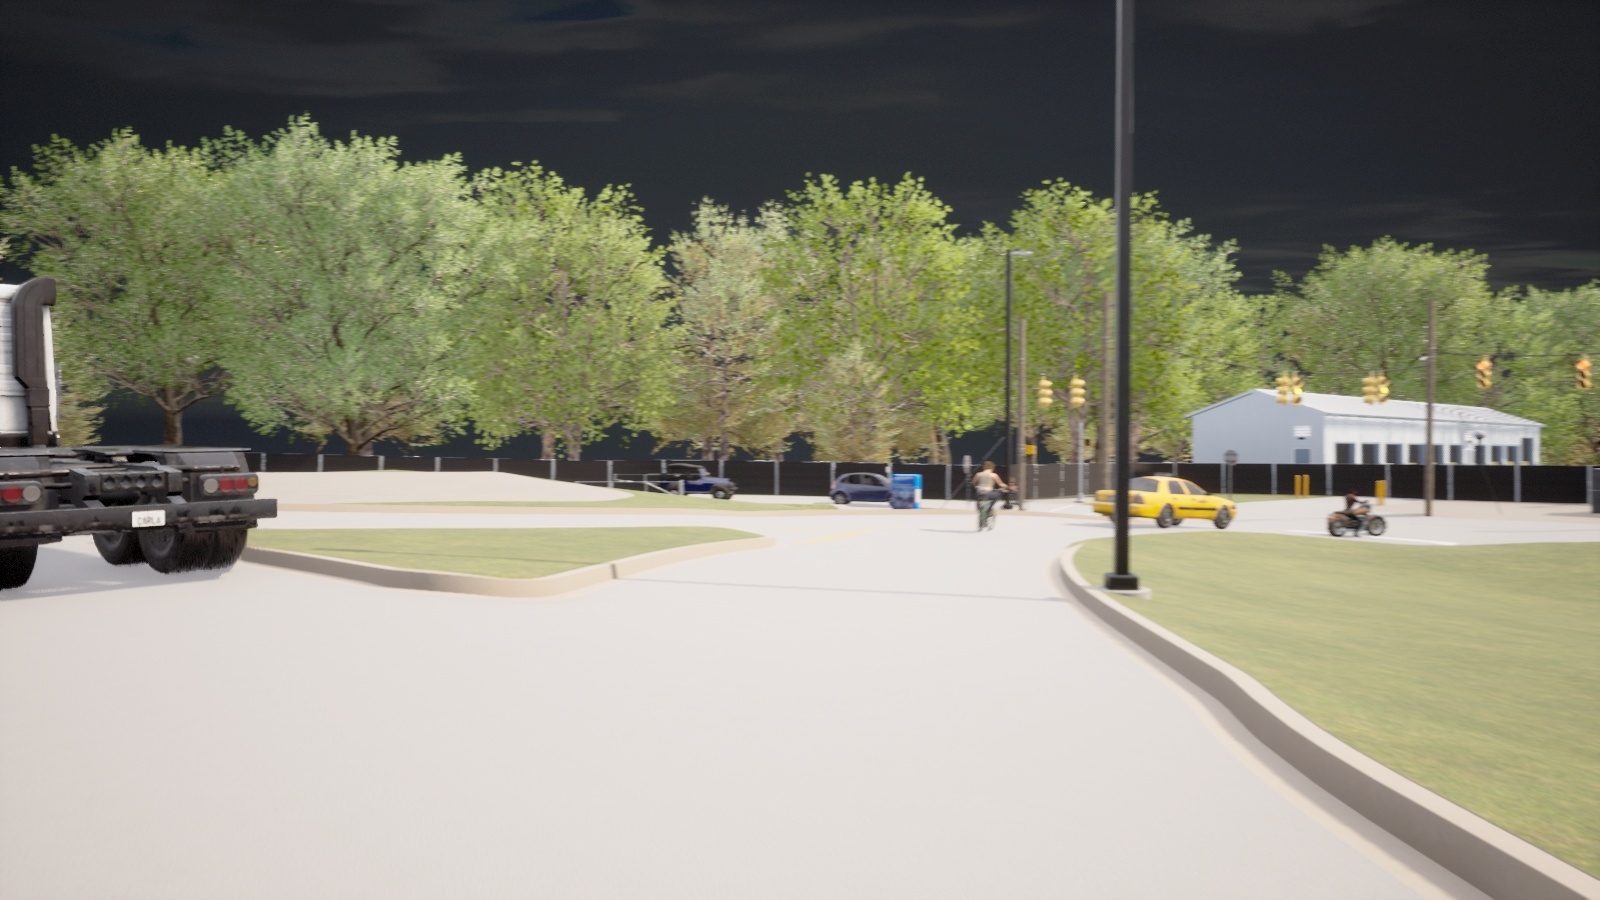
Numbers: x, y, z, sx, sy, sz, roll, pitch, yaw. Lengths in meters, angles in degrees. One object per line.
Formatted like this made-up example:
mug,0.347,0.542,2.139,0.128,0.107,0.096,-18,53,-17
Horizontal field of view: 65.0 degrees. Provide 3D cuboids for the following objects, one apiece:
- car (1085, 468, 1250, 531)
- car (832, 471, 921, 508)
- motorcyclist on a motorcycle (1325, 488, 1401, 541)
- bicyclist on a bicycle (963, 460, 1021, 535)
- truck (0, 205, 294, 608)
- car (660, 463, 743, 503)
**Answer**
car,10.632,1.447,36.102,5.366,1.575,1.801,4,-1,-40
car,3.747,1.896,61.273,3.988,1.617,1.851,1,2,14
motorcyclist on a motorcycle,18.139,2.052,40.422,2.350,1.649,0.766,1,1,-22
bicyclist on a bicycle,4.355,1.074,28.419,0.866,1.612,1.509,3,-1,22
truck,-9.192,-0.465,14.241,7.936,3.462,2.891,1,2,39
car,-4.896,1.632,62.970,3.866,1.878,1.905,1,2,6
